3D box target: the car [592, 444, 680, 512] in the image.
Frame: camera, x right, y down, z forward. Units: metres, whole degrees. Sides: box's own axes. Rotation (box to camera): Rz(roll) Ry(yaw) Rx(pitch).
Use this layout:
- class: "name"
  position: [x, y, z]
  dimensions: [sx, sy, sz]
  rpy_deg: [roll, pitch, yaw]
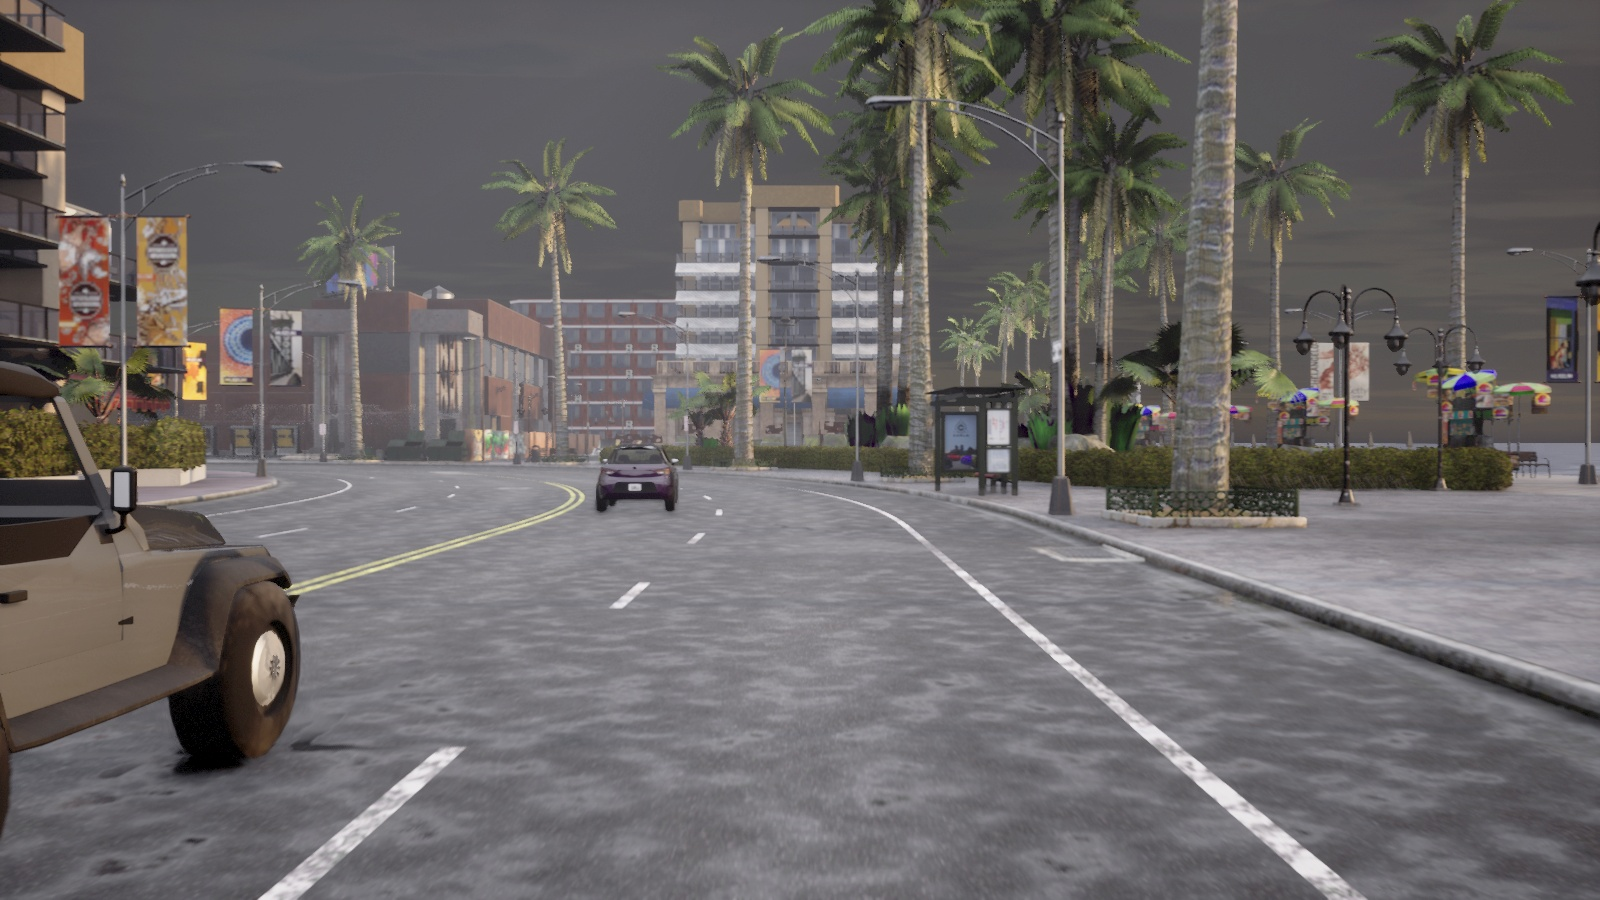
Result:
- class: "car"
  position: [-3.742, 0.593, 29.258]
  dimensions: [1.816, 1.474, 4.193]
  rpy_deg: [0, 0, -4]

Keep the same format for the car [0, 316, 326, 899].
- class: "car"
  position: [-3.458, 0.513, 4.679]
  dimensions: [1.905, 1.878, 3.866]
  rpy_deg: [0, 0, 0]
